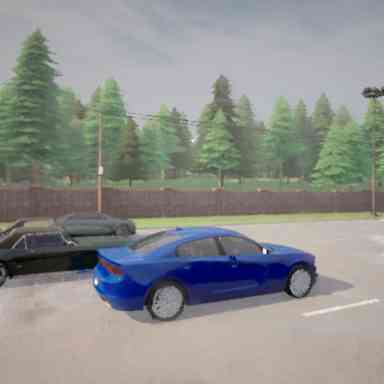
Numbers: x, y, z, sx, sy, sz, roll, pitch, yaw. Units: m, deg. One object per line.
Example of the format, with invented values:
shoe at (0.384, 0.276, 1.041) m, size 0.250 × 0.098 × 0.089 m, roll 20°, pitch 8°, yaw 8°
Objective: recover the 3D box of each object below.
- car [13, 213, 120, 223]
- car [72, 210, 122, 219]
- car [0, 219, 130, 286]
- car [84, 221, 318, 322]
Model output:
car at (-5.298, 1.608, 12.209) m, size 4.718 × 1.301 × 1.895 m, roll 0°, pitch 0°, yaw -26°
car at (-4.880, 1.588, 16.295) m, size 4.181 × 1.385 × 1.994 m, roll 0°, pitch 0°, yaw -26°
car at (-3.767, 1.607, 9.059) m, size 4.718 × 1.301 × 1.895 m, roll 0°, pitch 0°, yaw -26°
car at (0.462, 1.503, 7.213) m, size 5.008 × 1.535 × 1.882 m, roll 0°, pitch 0°, yaw -26°
